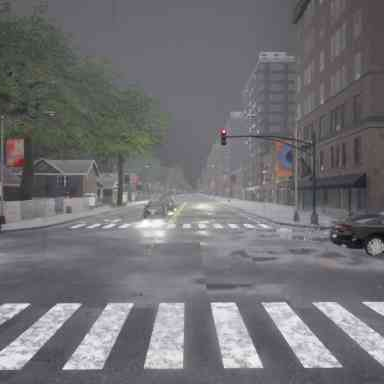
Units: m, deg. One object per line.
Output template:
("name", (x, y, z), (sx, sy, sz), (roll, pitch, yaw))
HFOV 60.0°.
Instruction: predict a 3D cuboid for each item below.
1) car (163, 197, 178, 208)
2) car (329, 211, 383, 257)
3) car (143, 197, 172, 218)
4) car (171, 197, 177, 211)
("car", (-3.182, 1.555, 49.901), (1.812, 1.442, 4.674), (0, 0, 0))
("car", (7.756, 1.472, 12.372), (5.008, 1.535, 1.882), (0, 0, 0))
("car", (-3.252, 1.504, 30.209), (2.128, 1.511, 4.902), (0, 0, 0))
("car", (-3.219, 1.372, 39.943), (2.097, 1.767, 4.553), (0, 0, 1))
